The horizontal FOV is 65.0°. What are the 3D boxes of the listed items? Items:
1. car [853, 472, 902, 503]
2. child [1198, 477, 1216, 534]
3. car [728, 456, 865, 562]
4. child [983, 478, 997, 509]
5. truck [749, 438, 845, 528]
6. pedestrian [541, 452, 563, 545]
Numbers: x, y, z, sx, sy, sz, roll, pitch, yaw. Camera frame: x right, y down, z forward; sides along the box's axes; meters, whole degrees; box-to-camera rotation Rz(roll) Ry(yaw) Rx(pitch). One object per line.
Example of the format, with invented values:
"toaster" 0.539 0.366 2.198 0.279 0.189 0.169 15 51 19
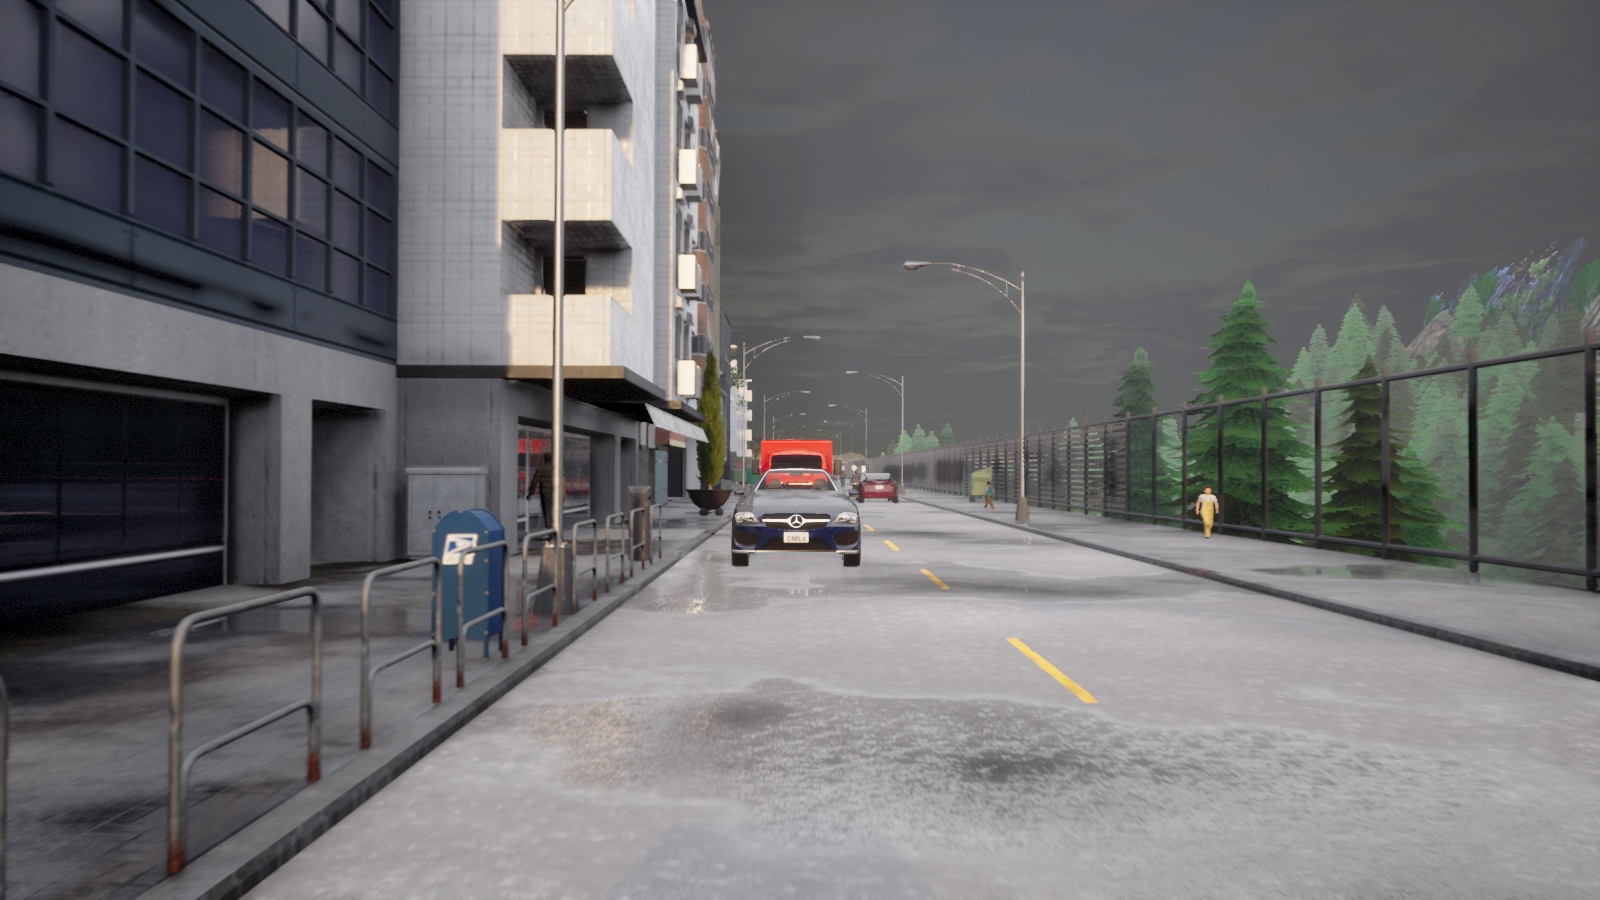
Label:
"car" 3.836 1.857 63.212 2.163 1.488 4.792 0 -1 0
"child" 9.064 1.237 27.966 0.270 1.263 0.437 0 -1 1
"car" -0.058 0.966 22.255 2.152 1.651 5.027 0 -1 0
"child" 7.339 1.687 48.512 0.343 1.192 0.448 1 -1 -38
"truck" -0.097 0.948 37.015 2.627 2.467 5.204 0 -1 0
"pedestrian" -4.966 0.965 25.099 0.370 1.835 0.726 0 -1 -16
